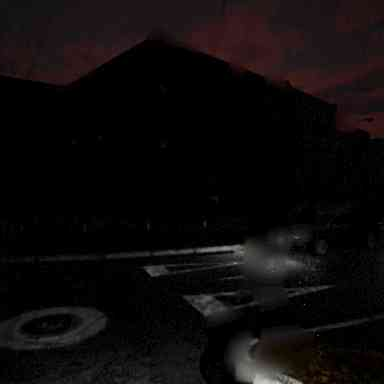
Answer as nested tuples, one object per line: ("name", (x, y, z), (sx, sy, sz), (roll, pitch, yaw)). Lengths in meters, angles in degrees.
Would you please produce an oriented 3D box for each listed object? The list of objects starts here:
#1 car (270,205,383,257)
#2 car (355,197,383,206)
("car", (5.170, 1.440, 12.701), (4.892, 1.490, 1.837), (0, 1, -30))
("car", (15.153, 1.165, 26.465), (2.185, 1.767, 4.553), (-1, 1, -44))
